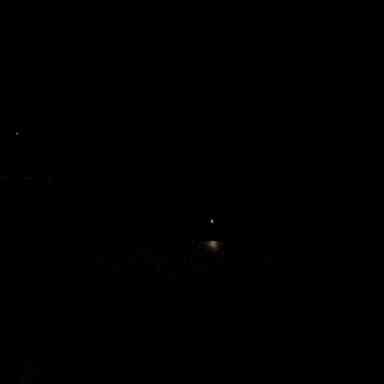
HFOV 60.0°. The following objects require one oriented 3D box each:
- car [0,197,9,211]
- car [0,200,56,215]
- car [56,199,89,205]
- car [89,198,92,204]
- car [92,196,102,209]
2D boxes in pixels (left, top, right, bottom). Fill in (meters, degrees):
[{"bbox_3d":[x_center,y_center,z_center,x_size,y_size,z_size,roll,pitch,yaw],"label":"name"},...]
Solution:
[{"bbox_3d":[-22.925,1.363,36.447,1.752,1.417,4.829,1,1,36],"label":"car"},{"bbox_3d":[-15.790,1.444,31.768,2.008,1.369,4.403,1,1,36],"label":"car"},{"bbox_3d":[-16.772,1.262,45.048,2.008,1.369,4.403,1,1,36],"label":"car"},{"bbox_3d":[-13.745,1.212,49.279,1.947,1.339,4.313,1,2,36],"label":"car"},{"bbox_3d":[-9.533,1.346,40.516,1.802,1.307,4.206,1,1,36],"label":"car"}]
